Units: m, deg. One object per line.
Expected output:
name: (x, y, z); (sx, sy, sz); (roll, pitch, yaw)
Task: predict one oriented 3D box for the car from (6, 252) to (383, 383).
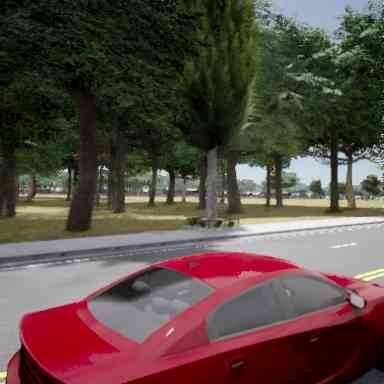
car: (0.683, 1.477, 3.923); (5.008, 1.535, 1.882); (0, 0, -35)
